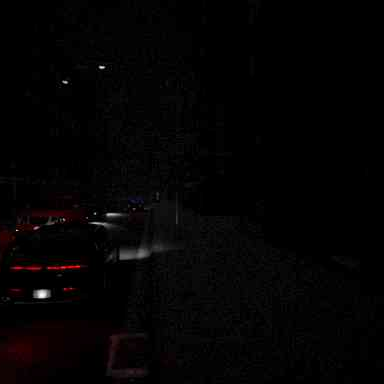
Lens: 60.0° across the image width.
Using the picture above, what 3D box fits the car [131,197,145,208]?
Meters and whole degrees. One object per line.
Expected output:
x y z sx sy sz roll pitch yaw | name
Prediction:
-7.841 1.475 48.648 1.812 1.442 4.674 0 0 -7 | car

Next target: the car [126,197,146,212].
-6.554 1.554 38.542 1.895 1.301 4.718 0 0 -6 | car

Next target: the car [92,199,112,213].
-8.033 1.496 26.854 2.033 1.411 5.357 0 0 -7 | car

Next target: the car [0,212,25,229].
-5.584 1.323 7.124 2.097 1.767 4.553 0 0 -8 | car

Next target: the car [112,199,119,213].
-9.226 1.485 36.883 2.033 1.411 5.357 0 0 -7 | car

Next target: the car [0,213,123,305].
-2.861 1.491 8.093 1.837 1.490 4.892 0 0 -7 | car

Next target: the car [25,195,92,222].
-6.786 1.182 16.678 2.150 2.045 5.566 0 0 -7 | car
